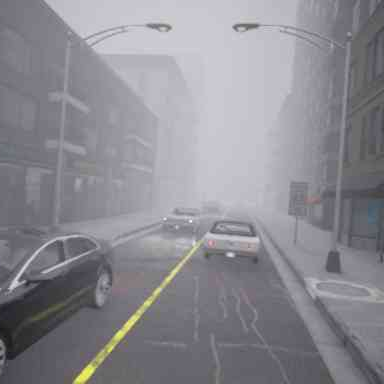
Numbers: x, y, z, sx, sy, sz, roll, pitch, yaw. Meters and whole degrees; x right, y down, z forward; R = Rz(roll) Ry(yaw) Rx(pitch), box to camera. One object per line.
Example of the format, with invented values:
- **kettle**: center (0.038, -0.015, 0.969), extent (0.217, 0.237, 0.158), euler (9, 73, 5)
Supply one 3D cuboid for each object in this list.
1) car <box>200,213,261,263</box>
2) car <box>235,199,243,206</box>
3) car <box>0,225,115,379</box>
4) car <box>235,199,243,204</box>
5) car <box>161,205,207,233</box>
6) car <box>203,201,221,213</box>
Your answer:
- **car**: center (1.581, 1.757, 12.896), extent (1.895, 1.301, 4.718), euler (4, 0, 8)
- **car**: center (11.811, 2.684, 83.982), extent (1.994, 1.385, 4.181), euler (4, 0, 8)
- **car**: center (-2.689, 1.312, 4.875), extent (2.128, 1.511, 4.902), euler (4, 0, 8)
- **car**: center (13.252, 2.710, 93.947), extent (1.994, 1.385, 4.181), euler (4, 0, 8)
- **car**: center (-0.484, 1.632, 20.245), extent (1.895, 1.301, 4.718), euler (4, 0, 8)
- **car**: center (2.454, 1.801, 39.918), extent (1.882, 1.535, 5.008), euler (4, 0, 8)
